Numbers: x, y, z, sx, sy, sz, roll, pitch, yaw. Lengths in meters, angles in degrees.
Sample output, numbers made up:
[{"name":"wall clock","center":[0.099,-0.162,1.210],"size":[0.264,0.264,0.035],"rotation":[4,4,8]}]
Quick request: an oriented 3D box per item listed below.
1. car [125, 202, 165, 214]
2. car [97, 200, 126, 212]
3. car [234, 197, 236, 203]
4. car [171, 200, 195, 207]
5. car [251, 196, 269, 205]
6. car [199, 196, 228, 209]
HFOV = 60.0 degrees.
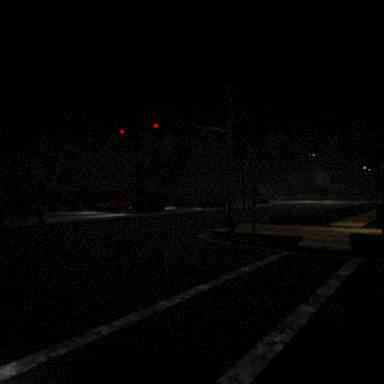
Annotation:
[{"name":"car","center":[-5.476,1.913,40.732],"size":[1.895,1.301,4.718],"rotation":[-1,0,36]},{"name":"car","center":[-10.617,1.868,45.547],"size":[1.882,1.535,5.008],"rotation":[-1,0,36]},{"name":"car","center":[7.660,1.676,70.453],"size":[1.837,1.490,4.892],"rotation":[-1,0,36]},{"name":"car","center":[-1.607,1.988,57.844],"size":[1.895,1.301,4.718],"rotation":[-1,0,37]},{"name":"car","center":[13.713,1.698,66.870],"size":[2.097,1.767,4.553],"rotation":[-1,0,36]},{"name":"car","center":[3.276,1.857,52.695],"size":[2.033,1.411,5.357],"rotation":[-1,0,36]}]
